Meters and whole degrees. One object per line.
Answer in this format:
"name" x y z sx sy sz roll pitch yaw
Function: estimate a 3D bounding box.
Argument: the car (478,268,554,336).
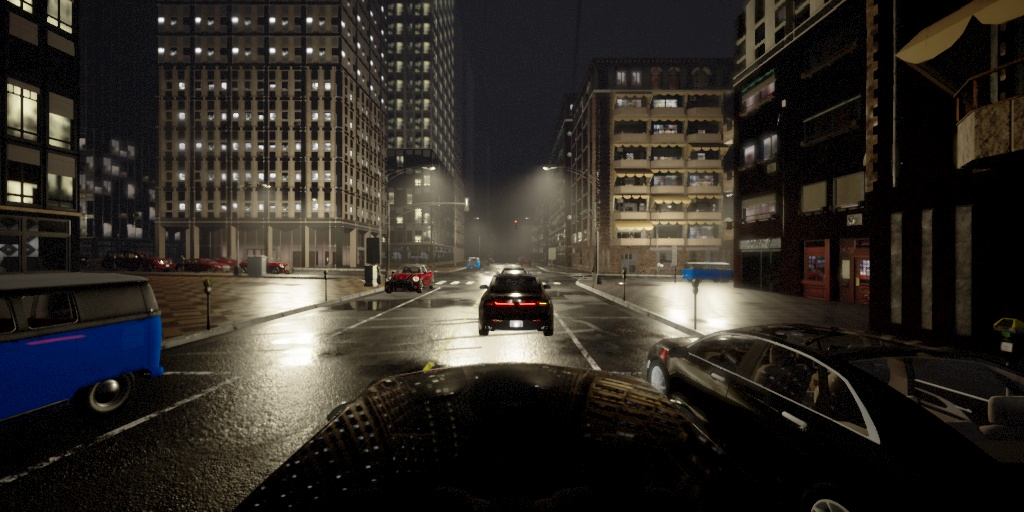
"car" 0.102 1.255 10.364 1.837 1.490 4.892 0 0 0

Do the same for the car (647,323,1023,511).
"car" 2.692 1.300 3.280 2.007 1.370 4.403 0 0 0

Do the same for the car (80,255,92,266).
"car" -43.696 0.465 39.327 4.829 1.417 1.751 0 0 0

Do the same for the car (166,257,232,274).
"car" -26.718 0.856 30.983 4.207 1.307 1.802 0 0 0

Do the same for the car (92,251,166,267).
"car" -32.292 0.482 30.971 5.009 1.841 2.192 0 0 0

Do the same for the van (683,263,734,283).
"van" 16.915 1.456 30.943 3.998 1.789 1.690 0 0 0

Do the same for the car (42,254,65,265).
"car" -49.102 0.398 39.315 4.313 1.339 1.948 0 0 0

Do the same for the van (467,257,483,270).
"van" -5.686 1.104 52.701 1.690 1.789 3.998 0 0 0

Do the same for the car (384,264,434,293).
"car" -5.688 1.191 20.227 1.967 1.591 4.097 0 0 0

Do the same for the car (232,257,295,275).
"car" -21.144 0.821 30.995 4.097 1.591 1.967 0 0 0

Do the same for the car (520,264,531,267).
"car" 0.102 1.315 19.157 1.994 1.385 4.181 0 0 0

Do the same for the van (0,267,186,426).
"van" -5.688 1.091 3.281 1.690 1.789 3.998 0 0 0
